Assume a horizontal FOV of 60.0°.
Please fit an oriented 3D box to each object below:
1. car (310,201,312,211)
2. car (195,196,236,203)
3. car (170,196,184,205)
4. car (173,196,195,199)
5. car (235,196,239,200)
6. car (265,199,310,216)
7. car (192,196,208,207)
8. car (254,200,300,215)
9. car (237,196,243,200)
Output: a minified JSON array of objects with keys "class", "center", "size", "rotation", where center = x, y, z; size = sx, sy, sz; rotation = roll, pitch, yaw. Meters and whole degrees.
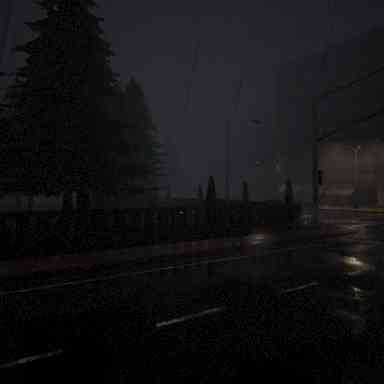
[{"class":"car","center":[12.552,1.489,40.003],"size":[2.033,1.411,5.357],"rotation":[0,0,-29]},{"class":"car","center":[2.498,1.469,36.813],"size":[1.812,1.442,4.674],"rotation":[0,0,-28]},{"class":"car","center":[-2.551,1.434,56.516],"size":[2.128,1.511,4.902],"rotation":[0,0,0]},{"class":"car","center":[-1.213,1.468,46.286],"size":[1.812,1.442,4.674],"rotation":[0,0,-14]},{"class":"car","center":[3.673,1.543,42.243],"size":[1.895,1.301,4.718],"rotation":[0,0,-20]},{"class":"car","center":[7.287,1.421,28.803],"size":[1.882,1.535,5.008],"rotation":[0,0,-33]},{"class":"car","center":[1.217,1.420,52.383],"size":[1.882,1.535,5.008],"rotation":[0,0,-6]},{"class":"car","center":[8.456,1.507,33.450],"size":[1.994,1.385,4.181],"rotation":[0,0,-32]},{"class":"car","center":[8.990,1.467,65.015],"size":[1.812,1.442,4.674],"rotation":[0,0,13]}]
